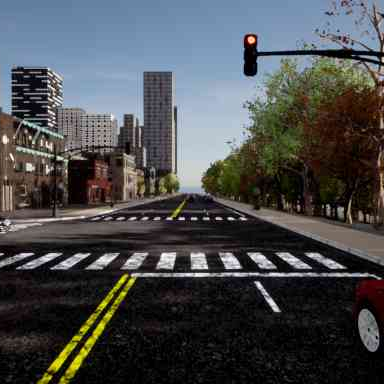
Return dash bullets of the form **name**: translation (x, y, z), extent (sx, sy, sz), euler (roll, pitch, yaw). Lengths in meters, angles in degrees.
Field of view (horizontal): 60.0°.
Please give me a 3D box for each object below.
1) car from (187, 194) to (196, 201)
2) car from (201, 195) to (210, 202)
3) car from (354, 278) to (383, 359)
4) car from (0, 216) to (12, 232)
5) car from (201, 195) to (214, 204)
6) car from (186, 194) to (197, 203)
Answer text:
- **car**: translation (-0.164, 1.279, 76.013), extent (1.882, 1.535, 5.008), euler (0, 0, 0)
- **car**: translation (3.091, 1.469, 76.322), extent (1.837, 1.490, 4.892), euler (0, 0, 0)
- **car**: translation (3.344, 1.477, 2.962), extent (1.882, 1.535, 5.008), euler (0, 0, 0)
- **car**: translation (-12.503, 1.616, 18.123), extent (4.892, 1.490, 1.837), euler (-2, 1, -4)
- **car**: translation (3.224, 1.523, 64.137), extent (2.033, 1.411, 5.357), euler (0, 0, -1)
- **car**: translation (-0.143, 1.501, 66.011), extent (1.812, 1.442, 4.674), euler (0, 0, 0)
